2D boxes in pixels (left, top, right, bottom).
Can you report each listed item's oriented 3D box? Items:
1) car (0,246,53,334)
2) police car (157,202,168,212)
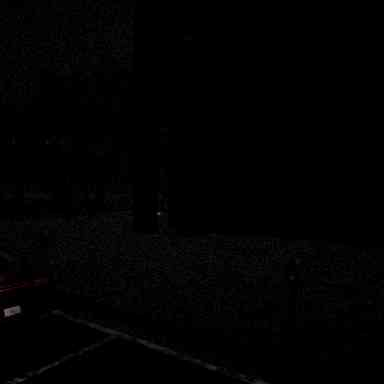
[{"bbox_3d":[-4.392,1.596,6.088,4.507,1.381,1.887,-1,0,36],"label":"car"},{"bbox_3d":[-4.454,2.302,51.001,2.038,1.542,4.974,0,-1,36],"label":"police car"}]
